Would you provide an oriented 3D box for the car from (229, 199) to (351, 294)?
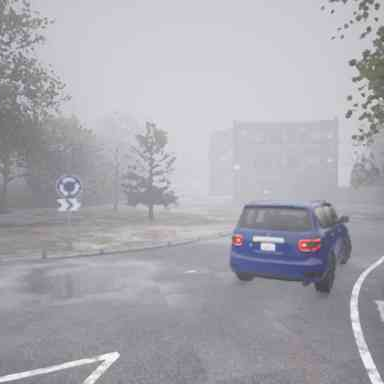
[{"bbox_3d":[2.939,1.216,9.202,2.150,2.045,5.566,0,0,31],"label":"car"}]
